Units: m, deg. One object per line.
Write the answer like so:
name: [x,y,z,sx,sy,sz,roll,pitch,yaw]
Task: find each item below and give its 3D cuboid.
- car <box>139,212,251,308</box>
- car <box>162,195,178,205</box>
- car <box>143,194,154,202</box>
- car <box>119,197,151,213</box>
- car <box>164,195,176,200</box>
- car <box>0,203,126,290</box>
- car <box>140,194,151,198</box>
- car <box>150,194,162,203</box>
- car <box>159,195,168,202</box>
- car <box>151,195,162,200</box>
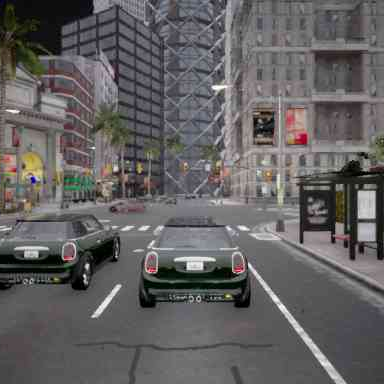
car: [0.066,1.353,8.103,2.097,1.767,4.553,0,0,0]
car: [-3.661,1.554,60.828,2.033,1.411,5.357,0,0,3]
car: [-10.475,1.364,80.749,2.097,1.767,4.553,0,0,0]
car: [-6.936,1.568,35.874,1.994,1.385,4.181,0,0,38]
car: [-6.011,1.549,91.212,2.033,1.411,5.357,0,0,10]
car: [-3.427,1.353,9.246,2.097,1.767,4.553,0,0,0]
car: [-10.481,1.603,70.454,1.895,1.301,4.718,0,0,0]
car: [-6.981,1.533,70.497,2.128,1.511,4.902,0,0,0]
car: [-6.976,1.533,80.674,1.812,1.442,4.674,0,0,0]
car: [-9.632,1.605,90.919,1.895,1.301,4.718,0,0,10]
